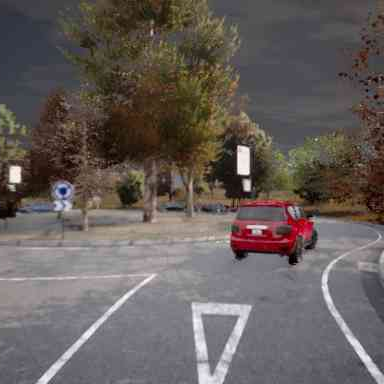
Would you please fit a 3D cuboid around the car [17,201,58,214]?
[{"bbox_3d":[-18.177,1.829,39.611,2.033,1.411,5.357,-1,0,43],"label":"car"}]

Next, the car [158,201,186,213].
[{"bbox_3d":[-2.150,1.969,44.314,4.902,1.511,2.128,-2,-2,8],"label":"car"}]

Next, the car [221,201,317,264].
[{"bbox_3d":[3.283,1.371,12.772,2.150,2.045,5.566,-1,-1,28],"label":"car"}]

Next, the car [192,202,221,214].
[{"bbox_3d":[2.560,2.030,42.137,4.902,1.511,2.128,0,-1,34],"label":"car"}]
